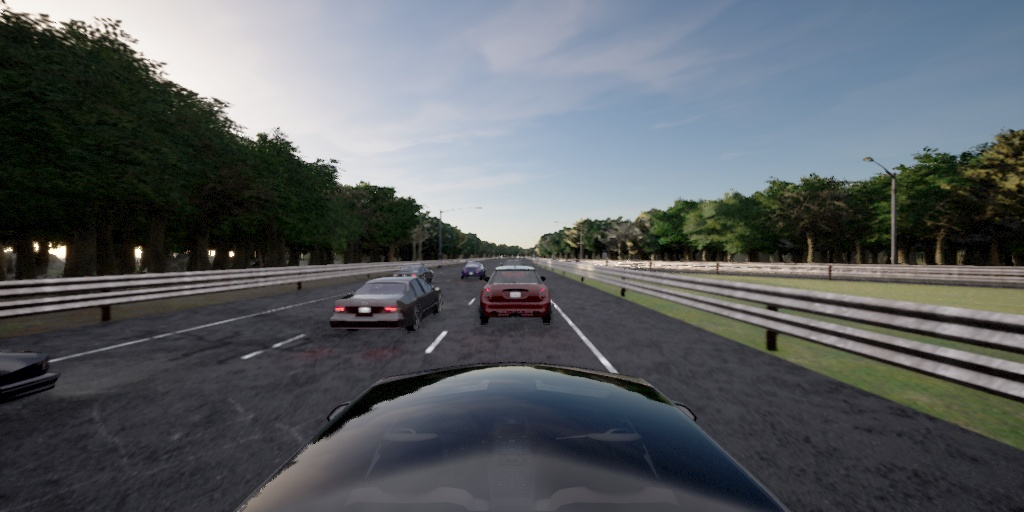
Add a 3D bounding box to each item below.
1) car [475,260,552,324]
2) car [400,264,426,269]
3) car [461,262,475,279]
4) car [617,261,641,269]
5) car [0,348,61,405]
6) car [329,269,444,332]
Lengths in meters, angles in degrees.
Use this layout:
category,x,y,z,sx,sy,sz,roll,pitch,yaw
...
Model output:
category,x,y,z,sx,sy,sz,roll,pitch,yaw
car,0.097,1.103,12.171,2.097,1.767,4.553,0,0,0
car,-6.900,1.302,25.521,2.033,1.411,5.357,1,0,0
car,-3.400,1.288,32.199,1.812,1.442,4.674,1,-1,0
car,20.004,1.526,61.819,2.033,1.411,5.357,0,0,-19
car,-6.906,1.273,2.201,2.033,1.411,5.357,1,0,0
car,-3.406,1.298,10.805,2.033,1.411,5.357,0,0,0
